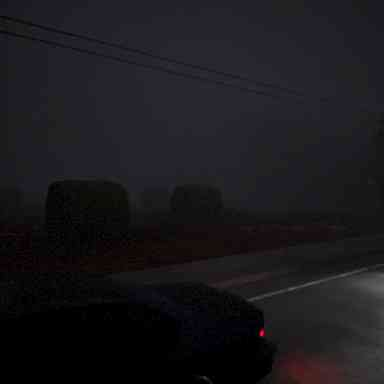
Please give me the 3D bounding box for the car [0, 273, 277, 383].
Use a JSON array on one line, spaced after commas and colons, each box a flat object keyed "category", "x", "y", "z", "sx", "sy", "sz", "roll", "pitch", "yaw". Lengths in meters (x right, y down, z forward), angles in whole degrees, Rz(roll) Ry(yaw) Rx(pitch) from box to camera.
[{"category": "car", "x": -1.639, "y": 1.546, "z": 2.792, "sx": 5.357, "sy": 1.411, "sz": 2.033, "roll": 0, "pitch": 0, "yaw": -35}]
